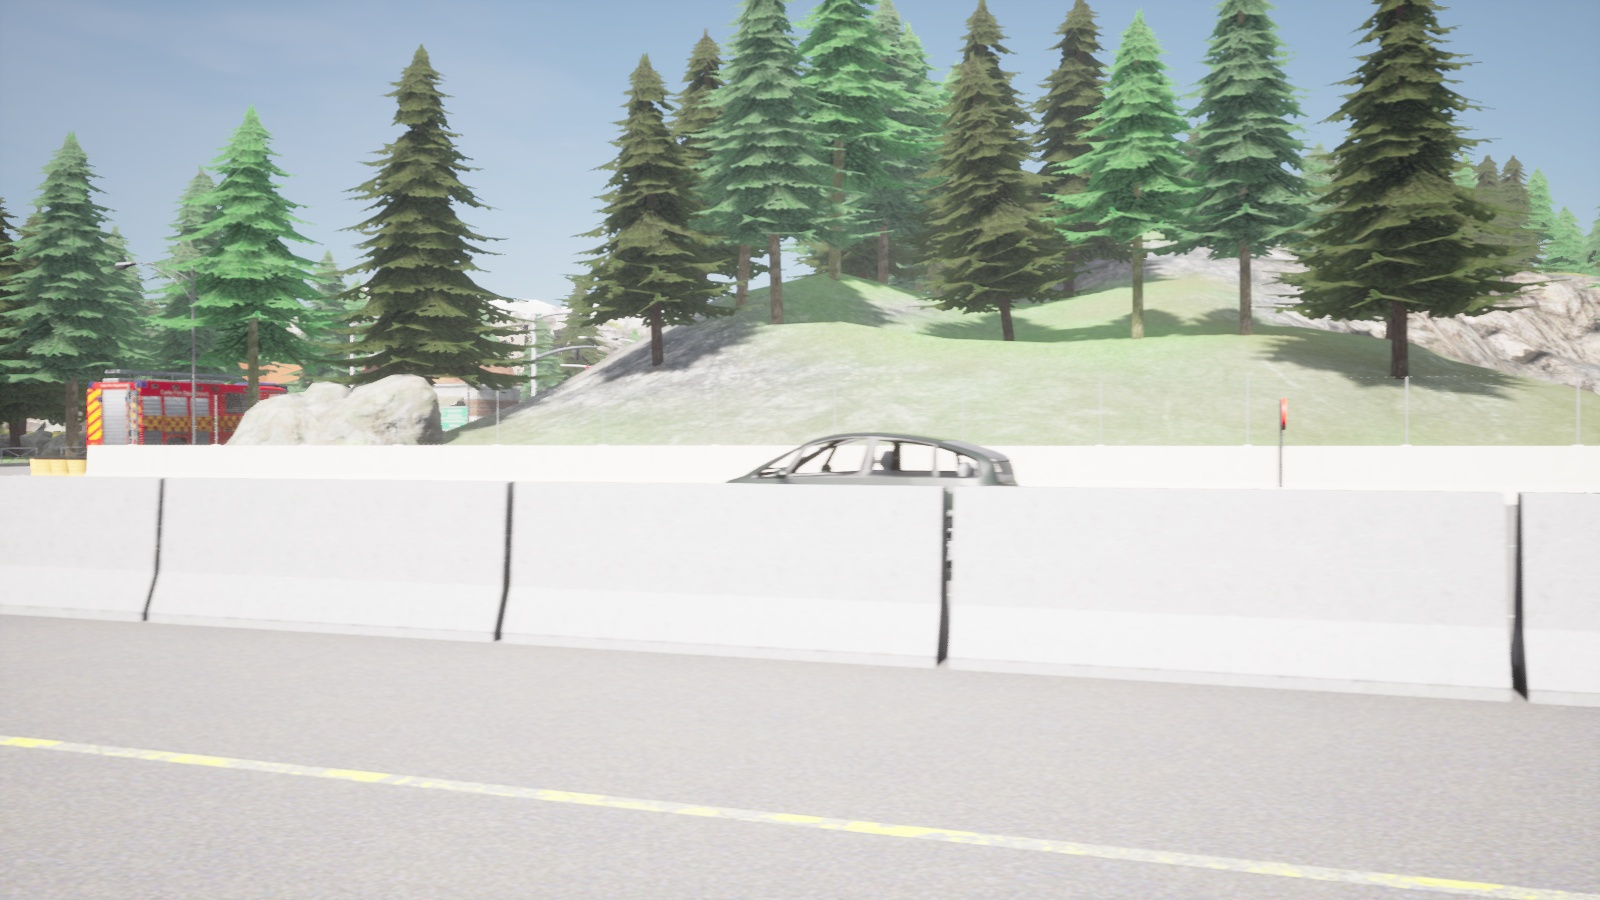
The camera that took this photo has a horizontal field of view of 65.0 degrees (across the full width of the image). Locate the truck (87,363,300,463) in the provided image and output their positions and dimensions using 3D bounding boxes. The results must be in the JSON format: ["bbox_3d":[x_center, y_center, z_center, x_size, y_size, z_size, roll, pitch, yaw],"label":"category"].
[{"bbox_3d":[-25.065,-1.469,52.506,2.891,3.827,8.468,1,1,19],"label":"truck"}]

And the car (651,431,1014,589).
[{"bbox_3d":[0.403,0.584,14.135,3.705,1.549,1.789,1,1,19],"label":"car"}]
